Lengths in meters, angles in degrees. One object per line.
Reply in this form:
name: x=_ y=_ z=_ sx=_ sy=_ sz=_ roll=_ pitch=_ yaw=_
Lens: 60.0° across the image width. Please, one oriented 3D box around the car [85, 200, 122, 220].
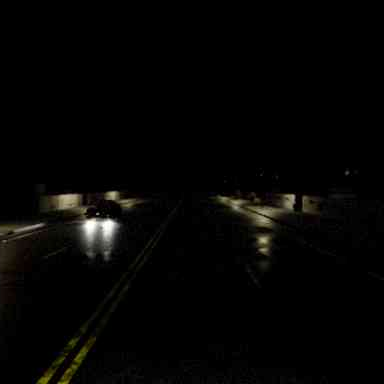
car: x=-6.643 y=1.325 z=25.400 sx=1.994 sy=1.385 sz=4.181 roll=0 pitch=1 yaw=0
